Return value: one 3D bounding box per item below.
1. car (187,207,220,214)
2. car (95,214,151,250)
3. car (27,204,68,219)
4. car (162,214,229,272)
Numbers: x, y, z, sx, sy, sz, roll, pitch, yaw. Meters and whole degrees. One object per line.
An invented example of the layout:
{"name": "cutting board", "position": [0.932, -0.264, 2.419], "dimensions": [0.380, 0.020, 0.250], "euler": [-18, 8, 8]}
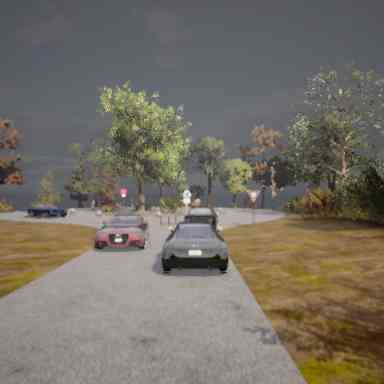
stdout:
{"name": "car", "position": [0.660, 1.660, 20.741], "dimensions": [1.882, 1.535, 5.008], "euler": [0, -1, 7]}
{"name": "car", "position": [-2.947, 1.695, 14.923], "dimensions": [1.994, 1.385, 4.181], "euler": [0, -1, -3]}
{"name": "car", "position": [-14.091, 1.885, 32.311], "dimensions": [4.718, 1.301, 1.895], "euler": [0, -1, 39]}
{"name": "car", "position": [0.103, 1.663, 11.182], "dimensions": [1.994, 1.385, 4.181], "euler": [0, -1, 0]}
